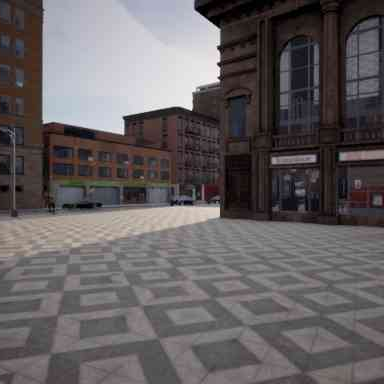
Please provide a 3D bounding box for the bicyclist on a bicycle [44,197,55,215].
[{"bbox_3d":[-13.015,1.285,30.370,1.656,1.620,0.582,0,0,36],"label":"bicyclist on a bicycle"}]

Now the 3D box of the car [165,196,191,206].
[{"bbox_3d":[-2.316,1.468,55.729,1.812,1.442,4.674,0,0,36],"label":"car"}]

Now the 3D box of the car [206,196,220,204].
[{"bbox_3d":[4.448,1.445,59.942,1.837,1.490,4.892,0,0,36],"label":"car"}]

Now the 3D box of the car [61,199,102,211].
[{"bbox_3d":[-13.381,1.566,40.520,1.895,1.301,4.718,0,0,36],"label":"car"}]

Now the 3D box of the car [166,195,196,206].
[{"bbox_3d":[-1.373,1.303,51.787,2.097,1.767,4.553,0,0,36],"label":"car"}]
